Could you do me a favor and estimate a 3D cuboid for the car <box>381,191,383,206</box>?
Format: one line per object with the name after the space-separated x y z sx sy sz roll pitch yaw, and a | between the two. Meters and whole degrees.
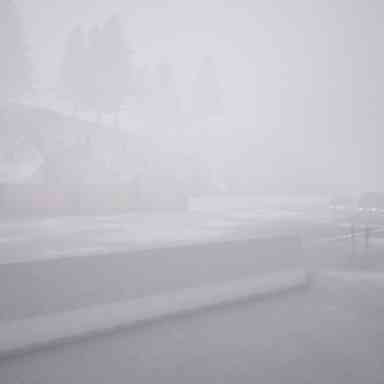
24.196 0.919 38.768 2.150 2.045 5.566 1 1 42 | car

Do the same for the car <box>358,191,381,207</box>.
23.259 0.853 42.955 2.150 2.045 5.566 1 1 42 | car

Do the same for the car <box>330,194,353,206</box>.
20.129 1.080 44.726 1.837 1.490 4.892 1 1 42 | car
